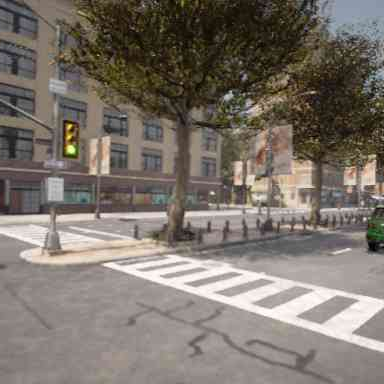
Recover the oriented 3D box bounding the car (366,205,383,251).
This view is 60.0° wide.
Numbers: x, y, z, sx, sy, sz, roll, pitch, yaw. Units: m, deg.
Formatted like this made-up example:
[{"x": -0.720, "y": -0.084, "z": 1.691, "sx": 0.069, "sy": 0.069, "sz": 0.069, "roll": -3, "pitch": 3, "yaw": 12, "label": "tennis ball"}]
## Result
[{"x": 9.896, "y": 1.644, "z": 15.369, "sx": 2.150, "sy": 2.045, "sz": 5.566, "roll": 1, "pitch": -1, "yaw": 45, "label": "car"}]
